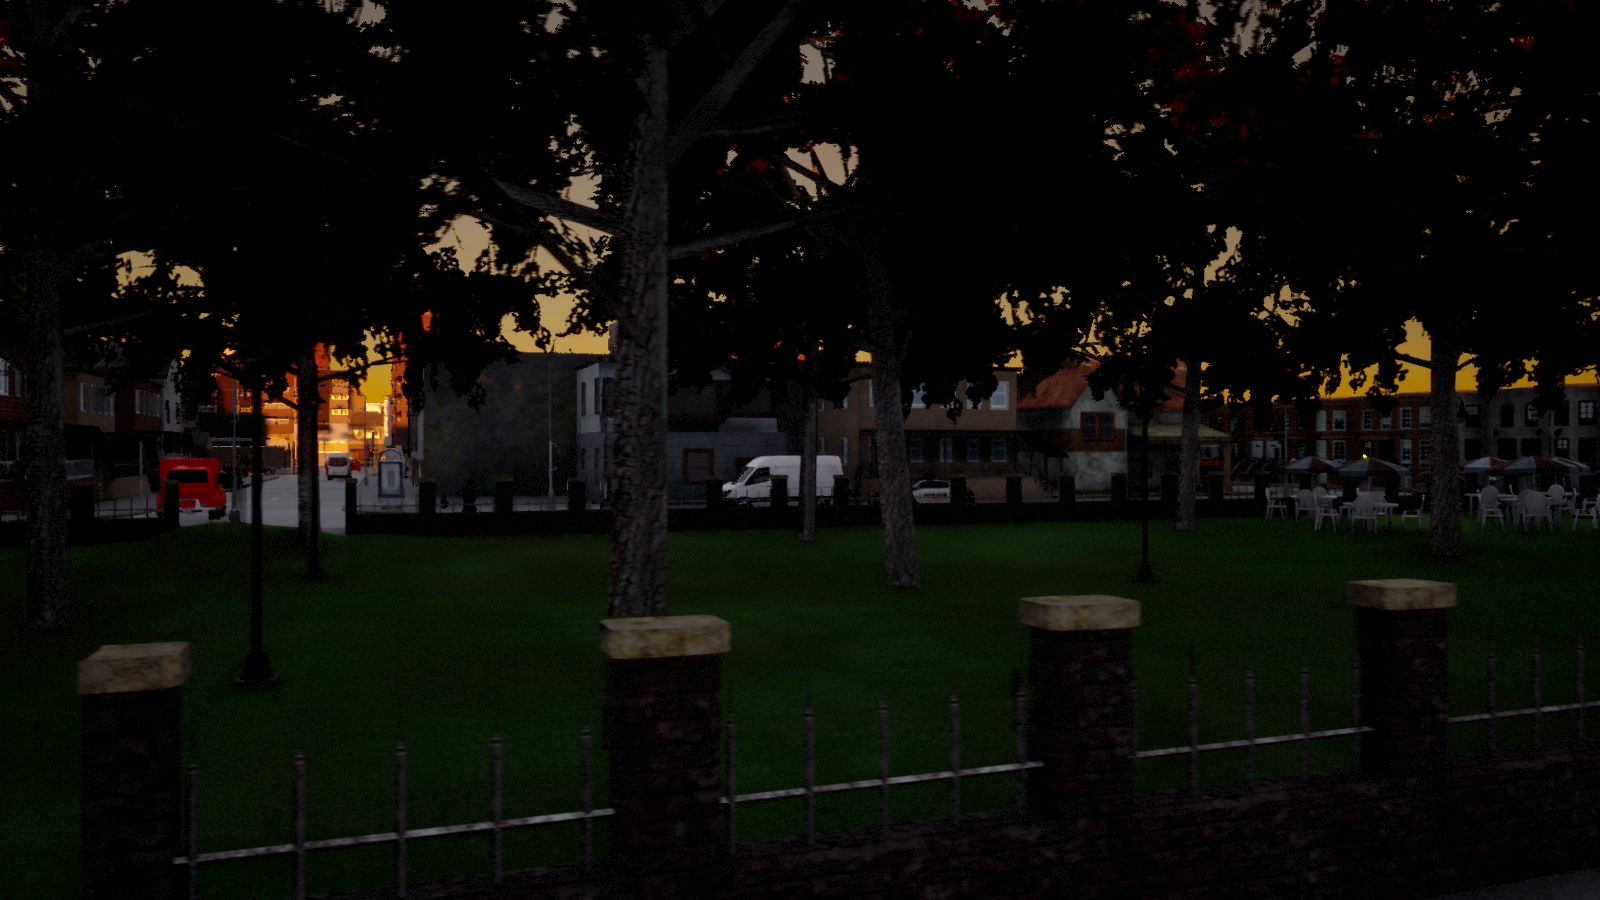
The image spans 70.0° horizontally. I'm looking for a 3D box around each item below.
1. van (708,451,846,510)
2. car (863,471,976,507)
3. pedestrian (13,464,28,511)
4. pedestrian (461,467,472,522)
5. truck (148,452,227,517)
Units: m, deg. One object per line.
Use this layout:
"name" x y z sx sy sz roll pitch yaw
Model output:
"van" -1.017 1.315 51.669 5.915 2.561 1.988 0 0 -20
"car" 5.674 1.818 54.223 4.974 1.542 2.038 0 0 -21
"pedestrian" -31.365 1.516 45.976 0.375 1.860 0.375 0 0 -15
"pedestrian" -11.444 1.525 39.206 0.375 1.860 0.375 0 0 -14
"truck" -24.809 1.357 46.469 2.627 2.467 5.204 0 -1 -26
